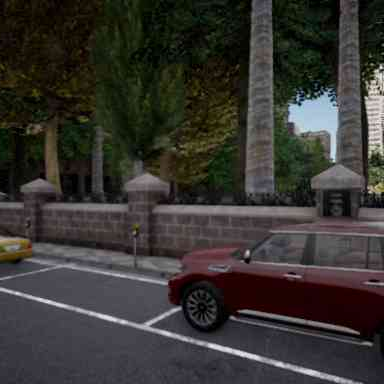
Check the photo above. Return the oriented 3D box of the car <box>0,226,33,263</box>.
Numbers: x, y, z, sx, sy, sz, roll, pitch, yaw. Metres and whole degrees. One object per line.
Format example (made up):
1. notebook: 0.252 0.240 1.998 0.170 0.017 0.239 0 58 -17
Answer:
1. car: -7.395 1.677 11.279 4.829 1.417 1.752 -1 -1 32

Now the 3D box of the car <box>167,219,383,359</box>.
1. car: 2.009 1.376 5.417 5.009 1.841 2.192 -1 -1 32
